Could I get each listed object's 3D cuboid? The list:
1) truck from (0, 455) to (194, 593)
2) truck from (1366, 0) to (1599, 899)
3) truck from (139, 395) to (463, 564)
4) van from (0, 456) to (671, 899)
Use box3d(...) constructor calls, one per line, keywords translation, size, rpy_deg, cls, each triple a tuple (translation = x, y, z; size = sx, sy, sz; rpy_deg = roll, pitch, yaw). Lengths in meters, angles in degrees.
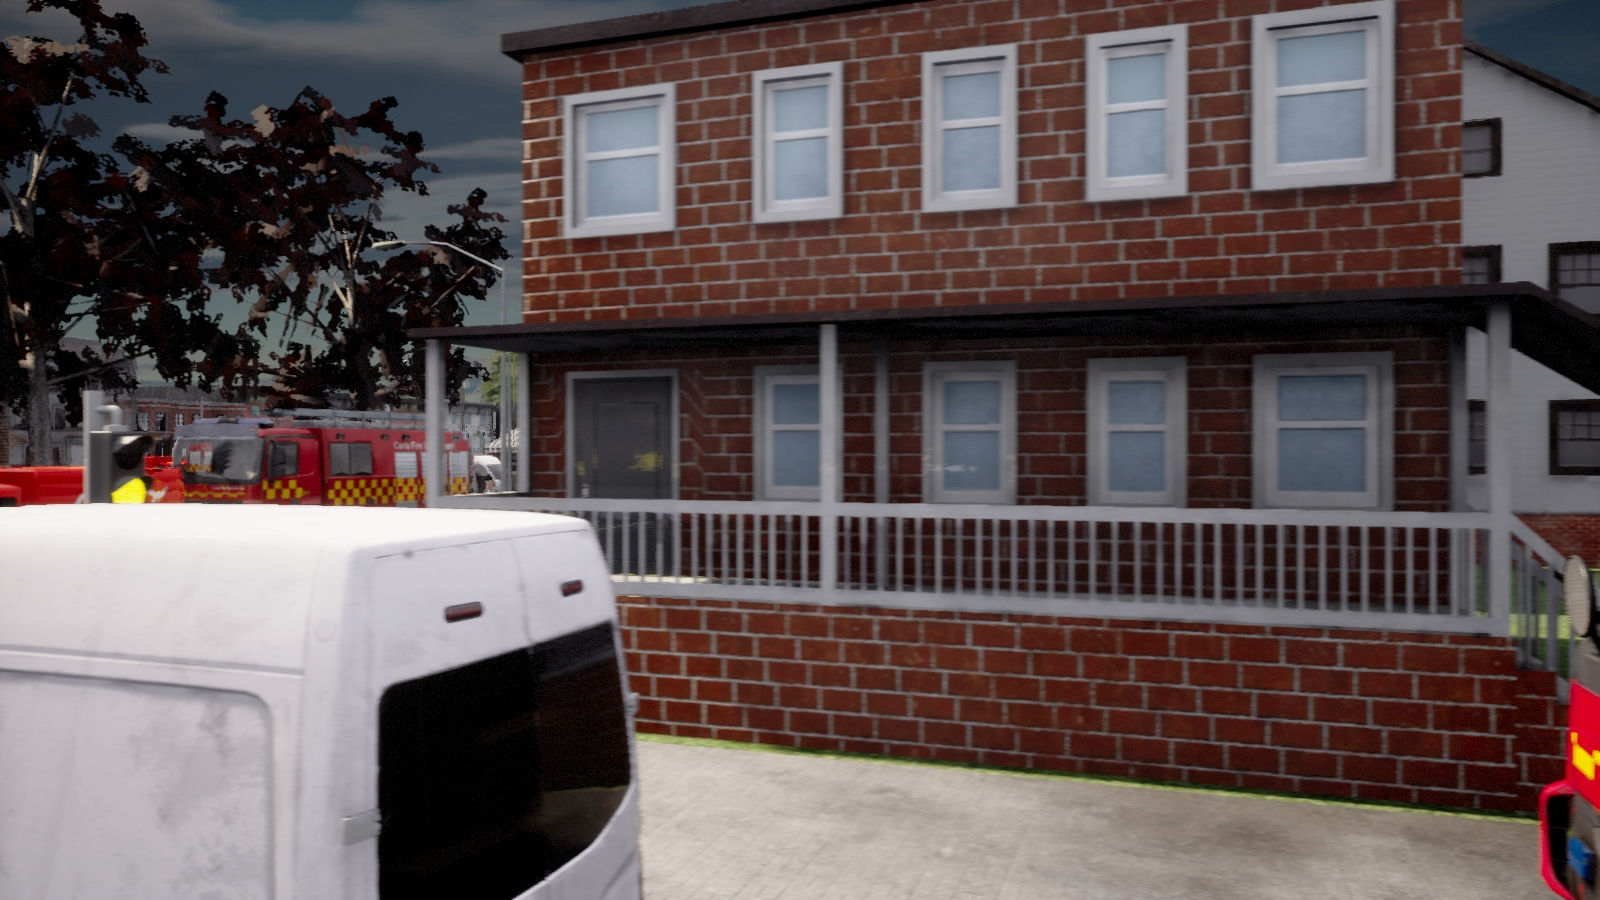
box3d(translation=(-15.191, 1.348, 22.663), size=(2.627, 2.467, 5.204), rpy_deg=(0, 0, 19), cls="truck")
box3d(translation=(5.739, 0.670, 1.715), size=(8.468, 3.827, 2.891), rpy_deg=(0, 0, 19), cls="truck")
box3d(translation=(-12.765, 0.671, 30.352), size=(2.891, 3.827, 8.468), rpy_deg=(0, 0, 19), cls="truck")
box3d(translation=(-3.682, 1.314, 4.997), size=(5.915, 2.561, 1.988), rpy_deg=(0, 0, 19), cls="van")
